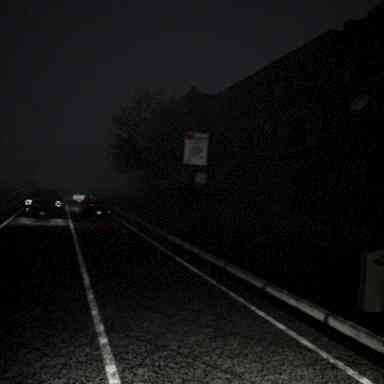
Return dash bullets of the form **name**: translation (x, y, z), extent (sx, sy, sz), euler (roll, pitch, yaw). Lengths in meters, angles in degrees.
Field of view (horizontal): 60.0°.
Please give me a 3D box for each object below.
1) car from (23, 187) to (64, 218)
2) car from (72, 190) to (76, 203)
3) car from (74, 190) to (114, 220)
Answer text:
- **car**: translation (-9.220, 0.555, 20.839), extent (2.097, 1.767, 4.553), euler (4, 1, -22)
- **car**: translation (-11.752, 0.446, 35.387), extent (1.895, 1.301, 4.718), euler (4, 1, -21)
- **car**: translation (-6.256, 0.907, 21.598), extent (2.128, 1.511, 4.902), euler (4, 1, -21)
